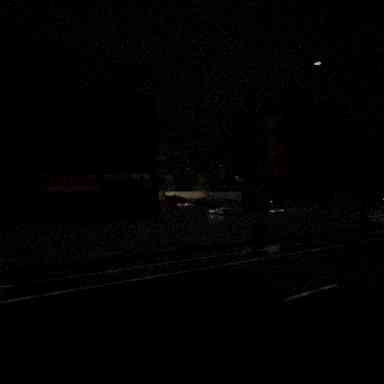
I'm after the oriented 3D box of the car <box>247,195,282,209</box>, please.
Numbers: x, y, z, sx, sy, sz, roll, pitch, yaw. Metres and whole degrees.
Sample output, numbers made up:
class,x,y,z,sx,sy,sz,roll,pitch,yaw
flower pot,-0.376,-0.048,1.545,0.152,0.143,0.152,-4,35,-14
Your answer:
class,x,y,z,sx,sy,sz,roll,pitch,yaw
car,9.042,1.158,41.920,2.097,1.767,4.553,-3,2,-35

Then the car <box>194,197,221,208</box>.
class,x,y,z,sx,sy,sz,roll,pitch,yaw
car,2.084,1.434,46.142,1.812,1.442,4.674,-3,2,-35

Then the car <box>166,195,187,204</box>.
class,x,y,z,sx,sy,sz,roll,pitch,yaw
car,-2.821,1.251,58.818,2.128,1.511,4.902,-3,2,-35
